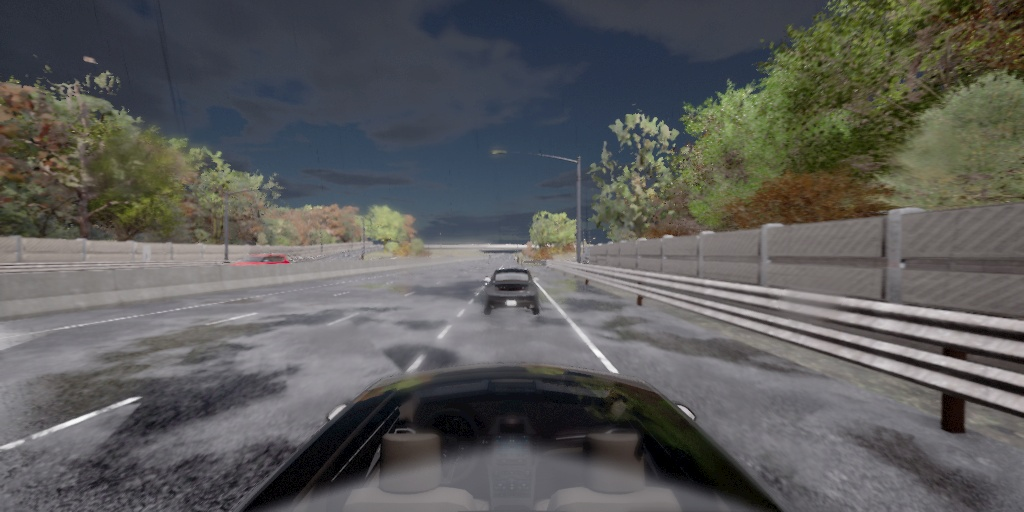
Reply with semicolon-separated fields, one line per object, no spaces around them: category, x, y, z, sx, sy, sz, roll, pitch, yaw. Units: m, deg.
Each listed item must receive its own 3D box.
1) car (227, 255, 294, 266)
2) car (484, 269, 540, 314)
car;-21.085;0.891;29.995;2.150;2.045;5.566;0;0;0
car;-0.002;1.216;13.533;1.837;1.490;4.892;0;0;0
